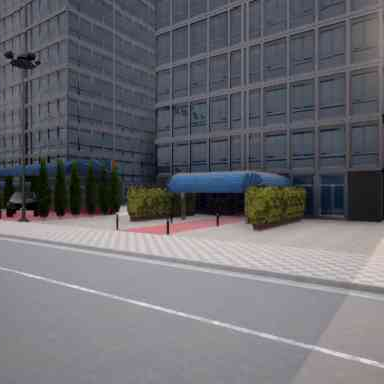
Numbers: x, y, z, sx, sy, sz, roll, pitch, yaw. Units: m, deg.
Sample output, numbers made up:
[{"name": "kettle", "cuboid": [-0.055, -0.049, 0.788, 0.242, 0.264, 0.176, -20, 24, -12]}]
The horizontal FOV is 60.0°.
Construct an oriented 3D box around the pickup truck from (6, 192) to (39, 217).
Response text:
[{"name": "pickup truck", "cuboid": [-15.165, 1.059, 30.077, 2.390, 2.098, 6.274, 0, 0, -25]}]
